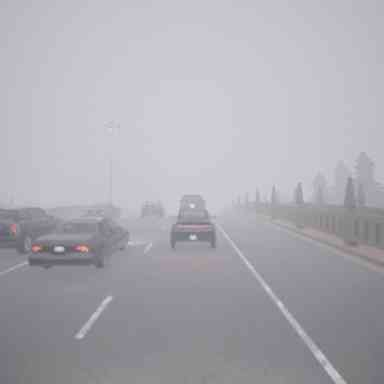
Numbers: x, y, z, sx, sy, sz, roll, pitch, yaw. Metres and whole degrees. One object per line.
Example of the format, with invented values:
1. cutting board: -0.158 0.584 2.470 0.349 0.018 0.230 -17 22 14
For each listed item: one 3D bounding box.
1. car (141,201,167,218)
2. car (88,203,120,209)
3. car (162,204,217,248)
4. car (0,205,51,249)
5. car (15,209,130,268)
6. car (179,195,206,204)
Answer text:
1. car: -3.437 1.557 30.311 2.128 1.511 4.902 0 -1 0
2. car: -6.969 1.553 26.373 2.033 1.411 5.357 0 0 0
3. car: 0.061 1.487 14.770 2.128 1.511 4.902 0 0 0
4. car: -6.947 1.350 13.652 2.097 1.767 4.553 0 0 1
5. car: -3.469 1.544 11.237 2.033 1.411 5.357 0 0 0
6. car: 0.051 1.256 28.756 2.150 2.045 5.566 0 -1 1
